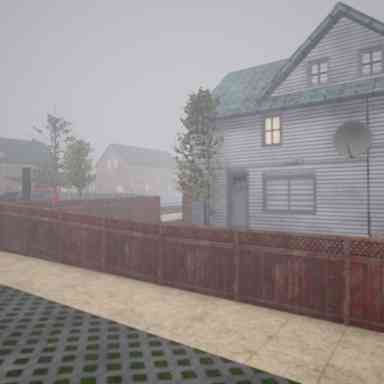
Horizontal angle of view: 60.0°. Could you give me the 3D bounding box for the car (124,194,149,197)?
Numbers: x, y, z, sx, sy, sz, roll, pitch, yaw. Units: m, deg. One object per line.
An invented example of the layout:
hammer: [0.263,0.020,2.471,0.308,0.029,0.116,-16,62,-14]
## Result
car: [-5.278,0.929,30.089,2.128,1.511,4.902,-1,1,36]

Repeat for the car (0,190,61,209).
car: [-11.259,0.905,21.784,2.150,2.045,5.566,-1,1,36]
